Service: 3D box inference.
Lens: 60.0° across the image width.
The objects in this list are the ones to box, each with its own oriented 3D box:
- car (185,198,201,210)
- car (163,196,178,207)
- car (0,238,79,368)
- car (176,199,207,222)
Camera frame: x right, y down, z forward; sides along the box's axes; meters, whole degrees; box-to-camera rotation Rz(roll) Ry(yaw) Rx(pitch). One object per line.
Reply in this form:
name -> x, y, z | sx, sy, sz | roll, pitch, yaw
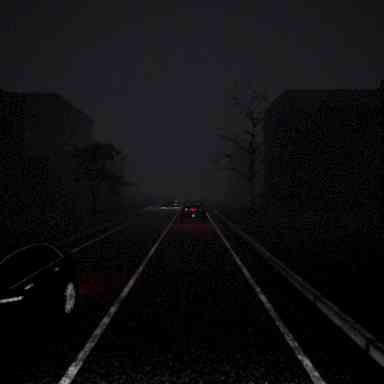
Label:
car -> 0.105, 1.531, 42.965 | 1.895, 1.301, 4.718 | 0, 0, 0
car -> -3.069, 1.310, 48.787 | 2.097, 1.767, 4.553 | 0, -1, 0
car -> -3.100, 1.503, 4.606 | 1.837, 1.490, 4.892 | 0, 0, 0
car -> 0.103, 1.450, 25.910 | 2.128, 1.511, 4.902 | 0, 0, 0
